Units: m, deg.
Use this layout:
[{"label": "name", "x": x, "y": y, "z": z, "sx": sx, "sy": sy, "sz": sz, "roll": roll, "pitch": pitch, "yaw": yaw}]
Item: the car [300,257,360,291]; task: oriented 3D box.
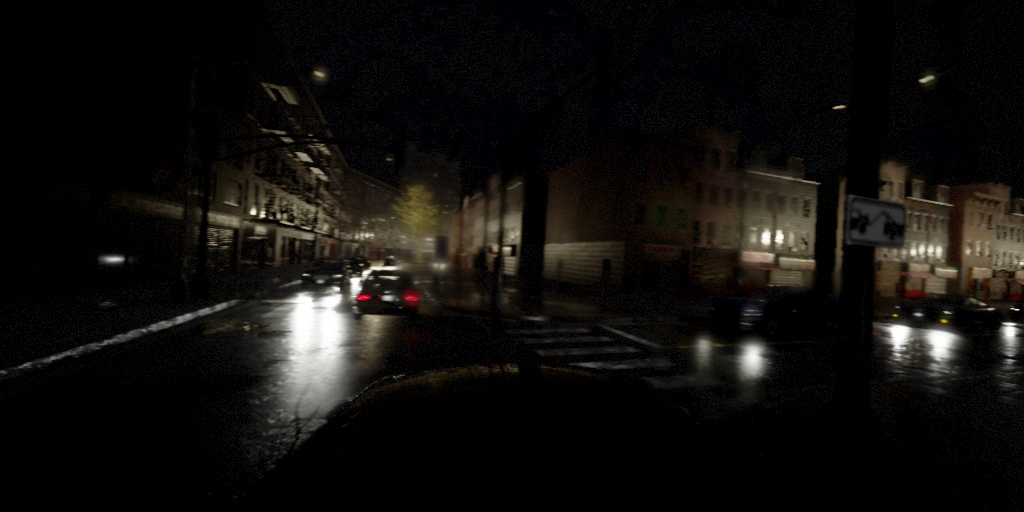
[{"label": "car", "x": -9.380, "y": 0.865, "z": 18.468, "sx": 2.128, "sy": 1.511, "sz": 4.902, "roll": 3, "pitch": -1, "yaw": -18}]

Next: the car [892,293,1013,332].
[{"label": "car", "x": 18.481, "y": 2.327, "z": 15.249, "sx": 4.181, "sy": 1.385, "sz": 1.994, "roll": 3, "pitch": 0, "yaw": -19}]

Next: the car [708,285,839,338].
[{"label": "car", "x": 9.004, "y": 1.738, "z": 12.046, "sx": 5.008, "sy": 1.535, "sz": 1.882, "roll": 3, "pitch": 0, "yaw": -19}]

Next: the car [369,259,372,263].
[{"label": "car", "x": -15.671, "y": 0.763, "z": 37.274, "sx": 1.994, "sy": 1.385, "sz": 4.181, "roll": 3, "pitch": -1, "yaw": -19}]

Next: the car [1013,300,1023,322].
[{"label": "car", "x": 28.108, "y": 2.779, "z": 18.487, "sx": 4.892, "sy": 1.490, "sz": 1.837, "roll": 3, "pitch": 0, "yaw": -18}]

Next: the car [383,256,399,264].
[{"label": "car", "x": -16.130, "y": 0.841, "z": 47.928, "sx": 1.994, "sy": 1.385, "sz": 4.181, "roll": 3, "pitch": -1, "yaw": -19}]

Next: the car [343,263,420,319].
[{"label": "car", "x": -4.108, "y": 1.155, "z": 11.951, "sx": 2.033, "sy": 1.411, "sz": 5.357, "roll": 3, "pitch": -1, "yaw": -18}]

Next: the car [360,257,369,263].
[{"label": "car", "x": -12.505, "y": 0.849, "z": 27.791, "sx": 1.994, "sy": 1.385, "sz": 4.181, "roll": 3, "pitch": -1, "yaw": -19}]
